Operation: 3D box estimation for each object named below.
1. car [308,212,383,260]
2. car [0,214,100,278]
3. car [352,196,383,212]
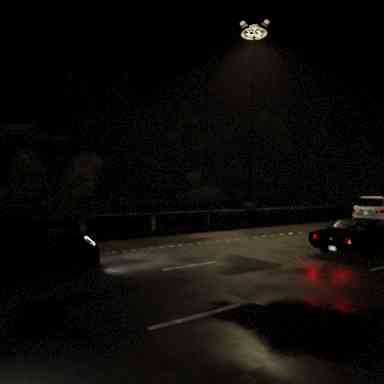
[{"bbox_3d":[6.672,1.656,12.804,4.718,1.301,1.895,0,0,-35],"label":"car"},{"bbox_3d":[-4.855,1.360,8.881,4.553,1.767,2.097,0,0,-35],"label":"car"},{"bbox_3d":[12.461,1.278,21.233,5.566,2.045,2.150,0,0,-35],"label":"car"}]
